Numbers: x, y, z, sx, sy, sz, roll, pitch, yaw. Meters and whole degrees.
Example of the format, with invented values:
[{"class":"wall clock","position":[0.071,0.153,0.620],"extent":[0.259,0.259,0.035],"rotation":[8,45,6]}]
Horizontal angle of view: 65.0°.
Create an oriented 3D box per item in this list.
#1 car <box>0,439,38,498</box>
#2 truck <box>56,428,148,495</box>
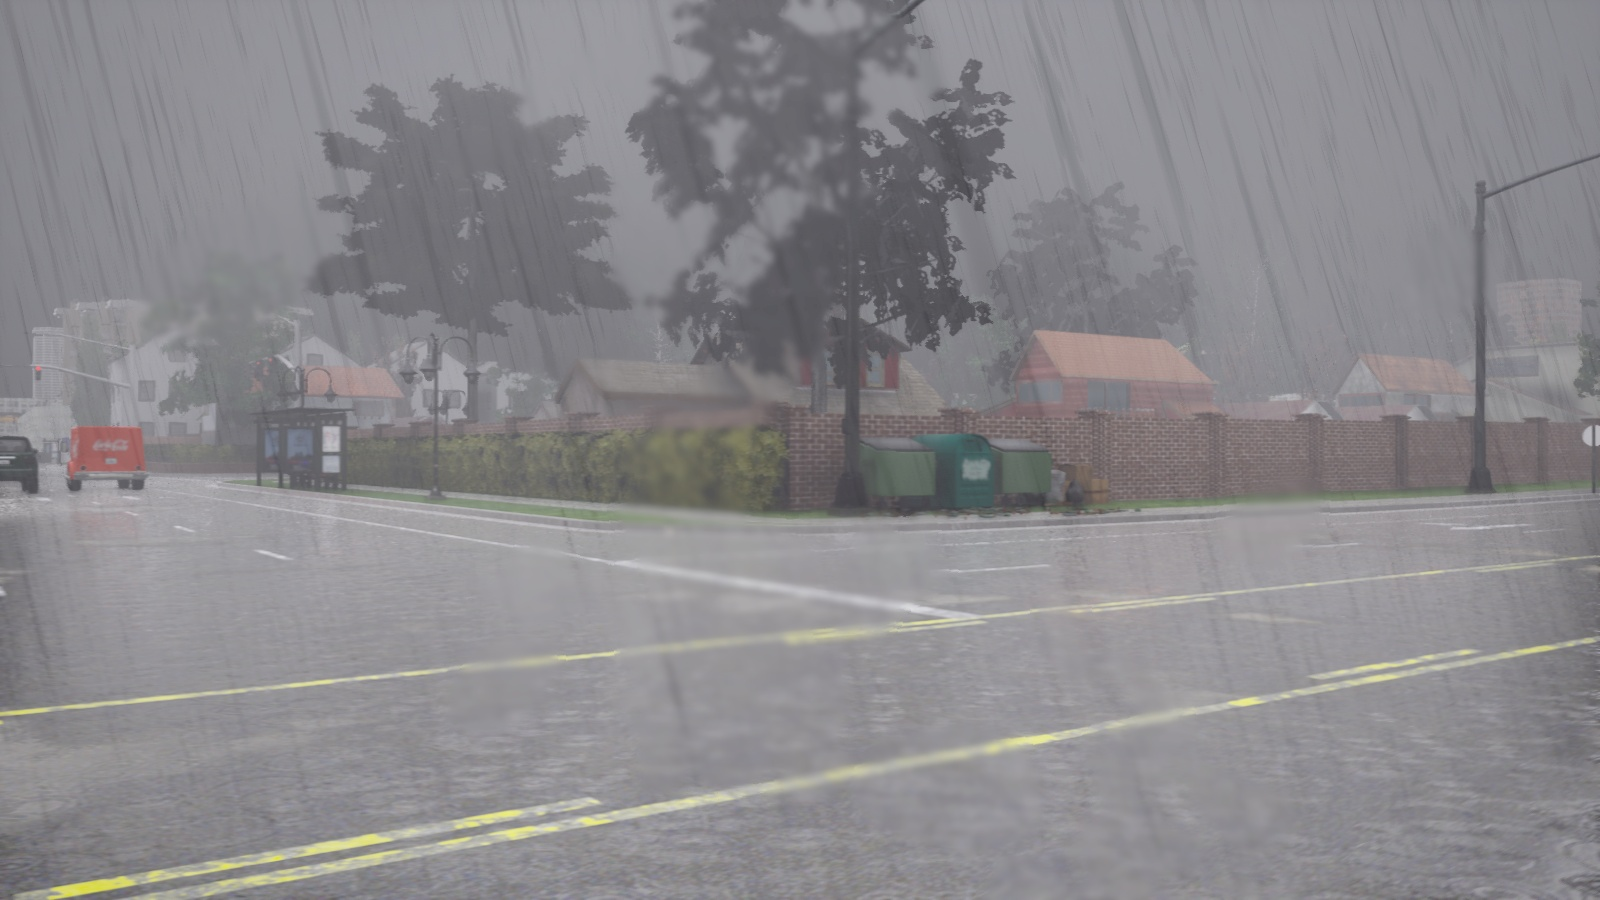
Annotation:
[{"class":"car","position":[-29.176,0.637,45.662],"extent":[2.150,2.045,5.566],"rotation":[0,0,-35]},{"class":"truck","position":[-27.422,0.435,49.256],"extent":[2.627,2.467,5.204],"rotation":[0,0,-35]}]
